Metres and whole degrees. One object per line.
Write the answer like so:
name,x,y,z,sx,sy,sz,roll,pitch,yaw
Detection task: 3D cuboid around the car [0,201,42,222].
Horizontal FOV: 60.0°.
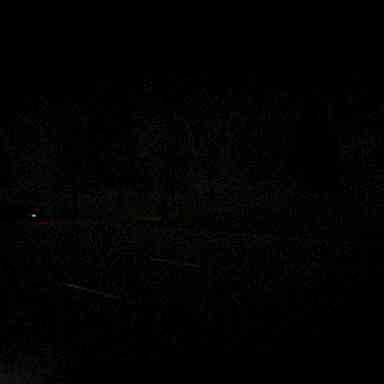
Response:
car,-13.838,1.505,26.275,4.892,1.490,1.837,0,0,35

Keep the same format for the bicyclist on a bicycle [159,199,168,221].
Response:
bicyclist on a bicycle,-2.027,1.307,23.912,0.582,1.620,1.656,0,-2,-23
